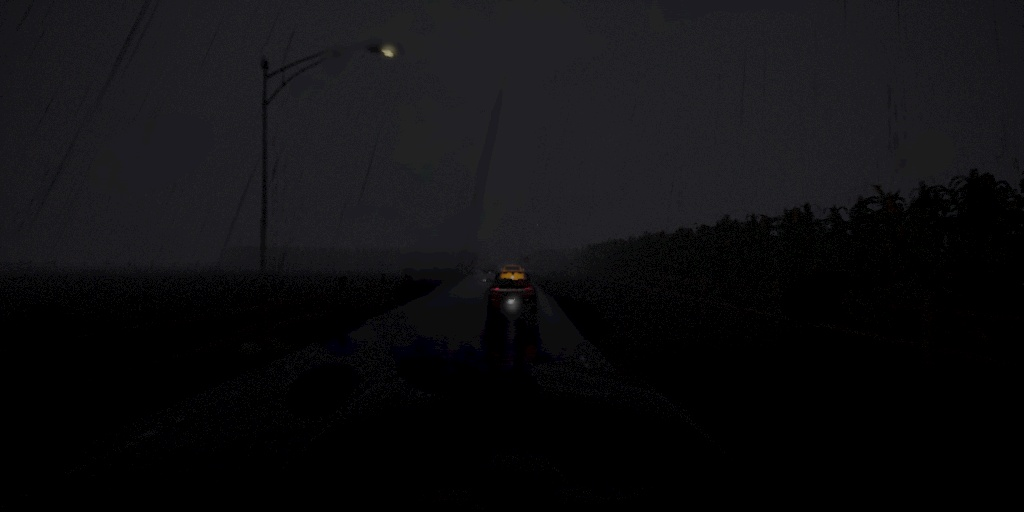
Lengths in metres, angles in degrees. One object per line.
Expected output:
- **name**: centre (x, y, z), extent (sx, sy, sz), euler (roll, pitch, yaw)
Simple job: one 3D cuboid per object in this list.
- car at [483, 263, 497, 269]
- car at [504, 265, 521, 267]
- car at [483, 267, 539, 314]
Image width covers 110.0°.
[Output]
- **car**: centre (-2.779, 1.698, 47.658), extent (2.033, 1.411, 5.357), euler (0, 0, 0)
- **car**: centre (0.046, 1.484, 30.496), extent (1.882, 1.535, 5.008), euler (0, 0, 0)
- **car**: centre (0.040, 1.355, 14.254), extent (2.128, 1.511, 4.902), euler (0, 0, 1)
